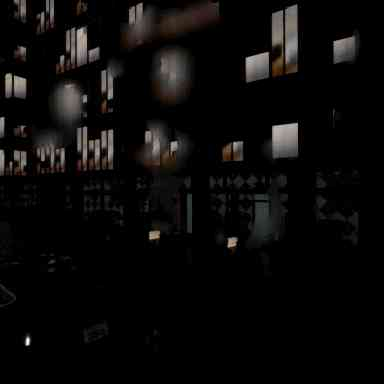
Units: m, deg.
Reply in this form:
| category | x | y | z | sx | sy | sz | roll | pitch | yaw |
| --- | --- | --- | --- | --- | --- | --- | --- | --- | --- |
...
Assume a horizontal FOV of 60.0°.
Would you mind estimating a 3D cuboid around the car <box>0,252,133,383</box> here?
| category | x | y | z | sx | sy | sz | roll | pitch | yaw |
| --- | --- | --- | --- | --- | --- | --- | --- | --- | --- |
| car | -2.733 | 1.566 | 4.836 | 4.313 | 1.339 | 1.947 | 0 | 0 | 36 |
